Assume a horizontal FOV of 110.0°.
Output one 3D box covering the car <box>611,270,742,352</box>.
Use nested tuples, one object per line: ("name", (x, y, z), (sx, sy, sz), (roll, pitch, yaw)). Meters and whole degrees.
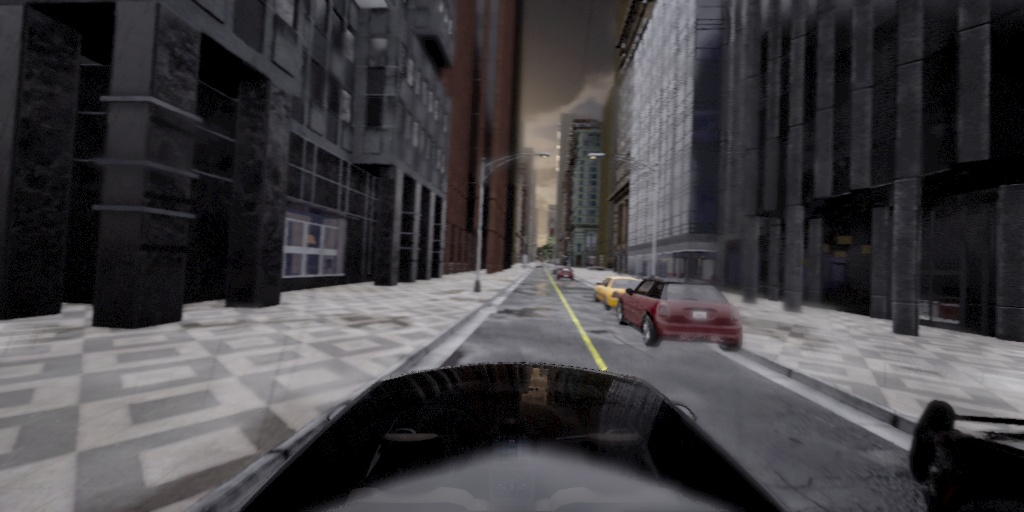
("car", (4.445, 1.390, 10.278), (2.097, 1.767, 4.553), (2, -1, 5))

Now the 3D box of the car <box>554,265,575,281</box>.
("car", (6.070, 1.978, 41.040), (1.812, 1.442, 4.674), (2, -1, 5))

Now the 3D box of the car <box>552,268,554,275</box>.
("car", (6.988, 2.124, 53.331), (2.128, 1.511, 4.902), (2, -1, 5))

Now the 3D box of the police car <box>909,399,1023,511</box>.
("police car", (3.655, 1.319, 0.449), (1.930, 1.638, 5.238), (2, -1, 5))

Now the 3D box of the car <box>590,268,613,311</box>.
("car", (4.939, 1.584, 16.478), (1.801, 1.575, 5.366), (2, -1, 5))
